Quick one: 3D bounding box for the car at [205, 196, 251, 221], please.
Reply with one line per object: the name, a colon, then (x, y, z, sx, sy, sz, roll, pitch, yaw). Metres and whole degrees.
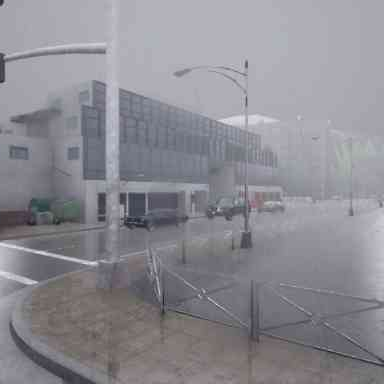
car: (3.414, 1.398, 30.189, 2.150, 2.045, 5.566, 0, 0, 36)

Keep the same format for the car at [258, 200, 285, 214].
car: (9.188, 1.702, 38.263, 1.812, 1.442, 4.674, 0, 0, 36)

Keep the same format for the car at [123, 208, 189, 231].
car: (-2.315, 1.777, 22.159, 1.895, 1.301, 4.718, 0, 0, 35)
